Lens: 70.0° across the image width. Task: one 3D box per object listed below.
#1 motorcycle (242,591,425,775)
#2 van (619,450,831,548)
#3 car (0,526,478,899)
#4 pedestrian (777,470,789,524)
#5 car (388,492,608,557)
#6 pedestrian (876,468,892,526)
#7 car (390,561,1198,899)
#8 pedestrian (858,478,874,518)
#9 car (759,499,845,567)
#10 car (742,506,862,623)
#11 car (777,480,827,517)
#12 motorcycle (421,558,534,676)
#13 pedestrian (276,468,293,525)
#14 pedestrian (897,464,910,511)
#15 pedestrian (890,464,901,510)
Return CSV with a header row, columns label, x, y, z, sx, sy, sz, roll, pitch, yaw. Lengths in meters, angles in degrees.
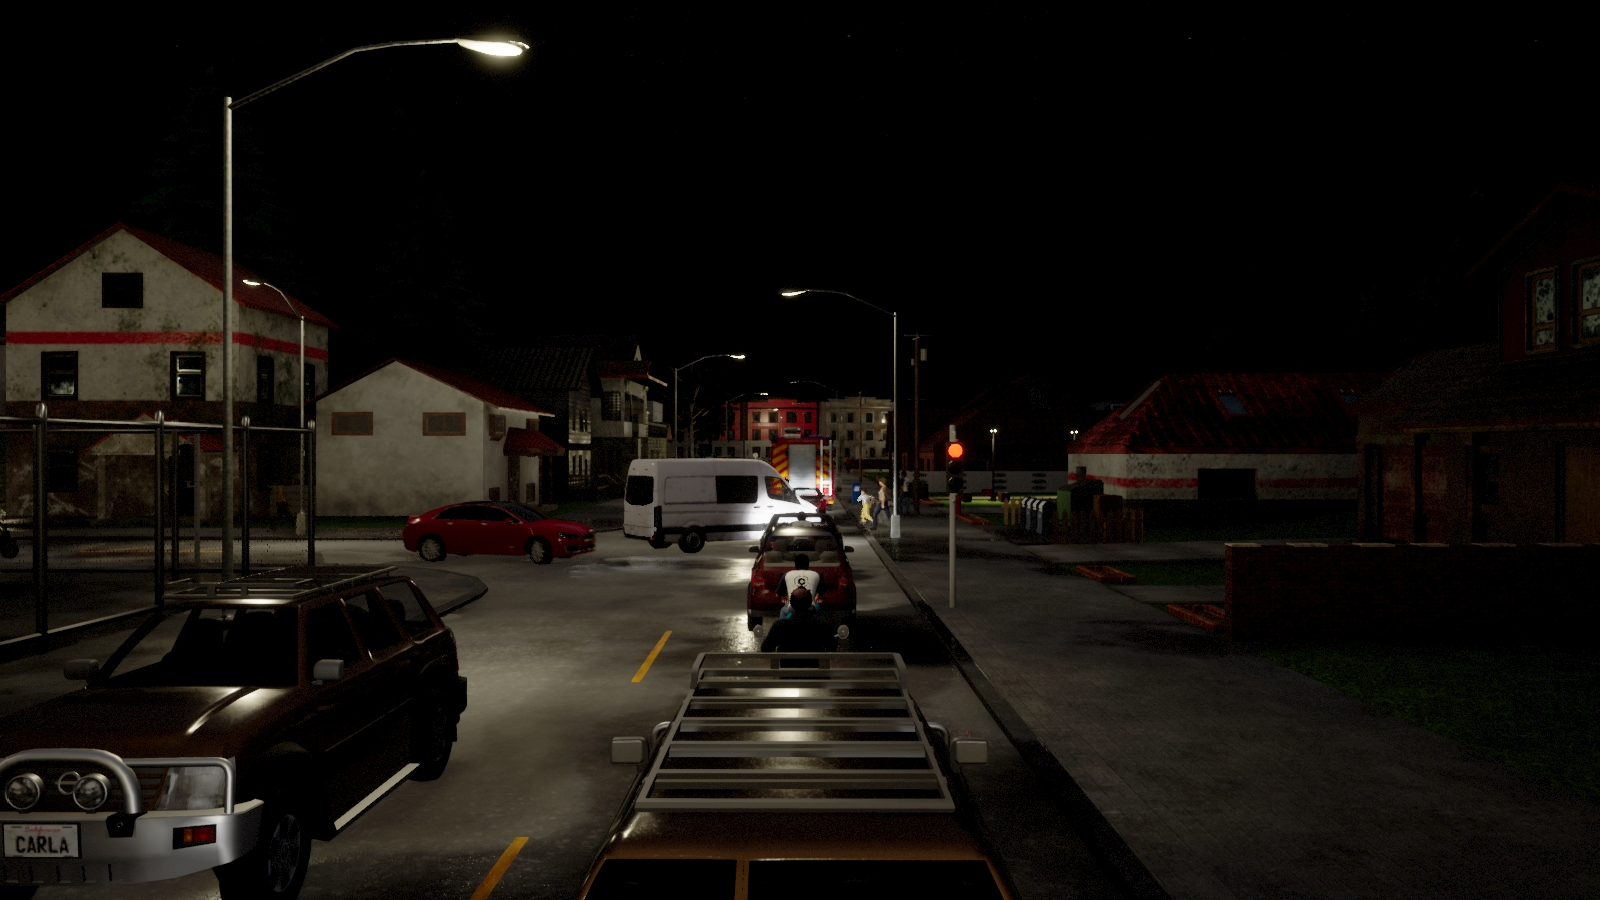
label,x,y,z,sx,sy,sz,roll,pitch,yaw
motorcycle,-3.994,1.958,9.954,0.856,1.236,1.805,0,0,0
van,-2.053,1.302,32.662,5.915,2.561,1.988,0,0,-36
car,-3.983,1.640,8.349,1.932,1.855,4.605,0,0,0
pedestrian,-0.590,1.613,39.222,0.375,1.860,0.375,0,0,-5
car,-7.565,1.830,28.833,4.892,1.480,2.231,0,-1,13
pedestrian,2.730,1.512,37.013,0.375,1.860,0.375,0,0,38
car,-0.006,1.641,5.035,1.932,1.855,4.605,0,0,0
pedestrian,2.167,1.569,37.396,0.375,1.300,0.375,0,0,32
car,0.043,1.924,27.447,1.895,1.301,4.718,0,0,0
car,0.027,1.798,18.824,1.789,1.549,3.705,0,0,0
car,0.081,1.918,45.982,1.895,1.301,4.718,0,0,0
motorcycle,-3.894,1.987,13.966,0.803,1.145,2.033,0,0,0
pedestrian,-16.920,1.510,37.511,0.375,1.860,0.375,0,0,-1
pedestrian,4.192,1.507,46.152,0.375,1.860,0.375,0,0,-38
pedestrian,3.927,1.505,46.987,0.375,1.860,0.375,0,0,-13
